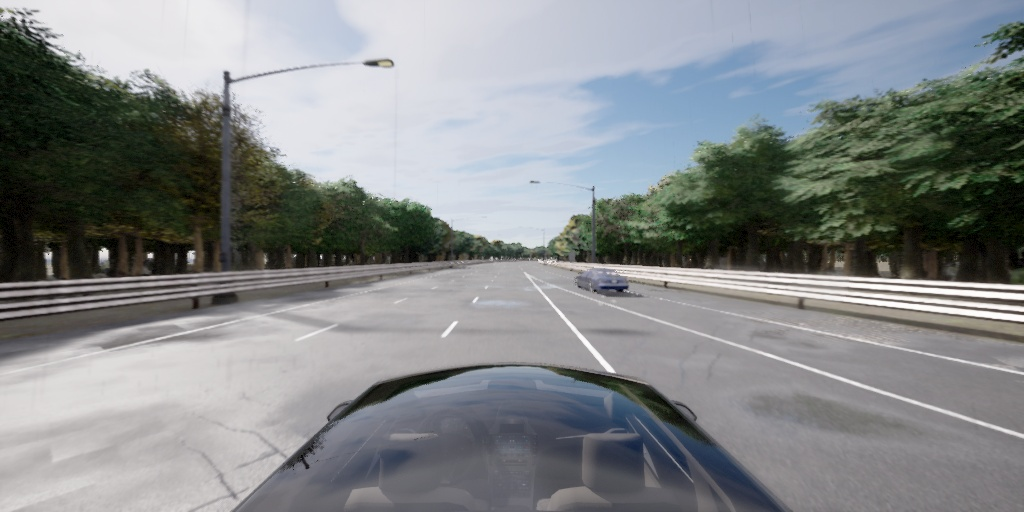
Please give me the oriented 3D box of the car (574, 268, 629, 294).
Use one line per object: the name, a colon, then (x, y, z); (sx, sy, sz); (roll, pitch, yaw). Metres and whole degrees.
car: (5.288, 1.447, 21.853); (2.033, 1.411, 5.357); (0, 0, -6)
